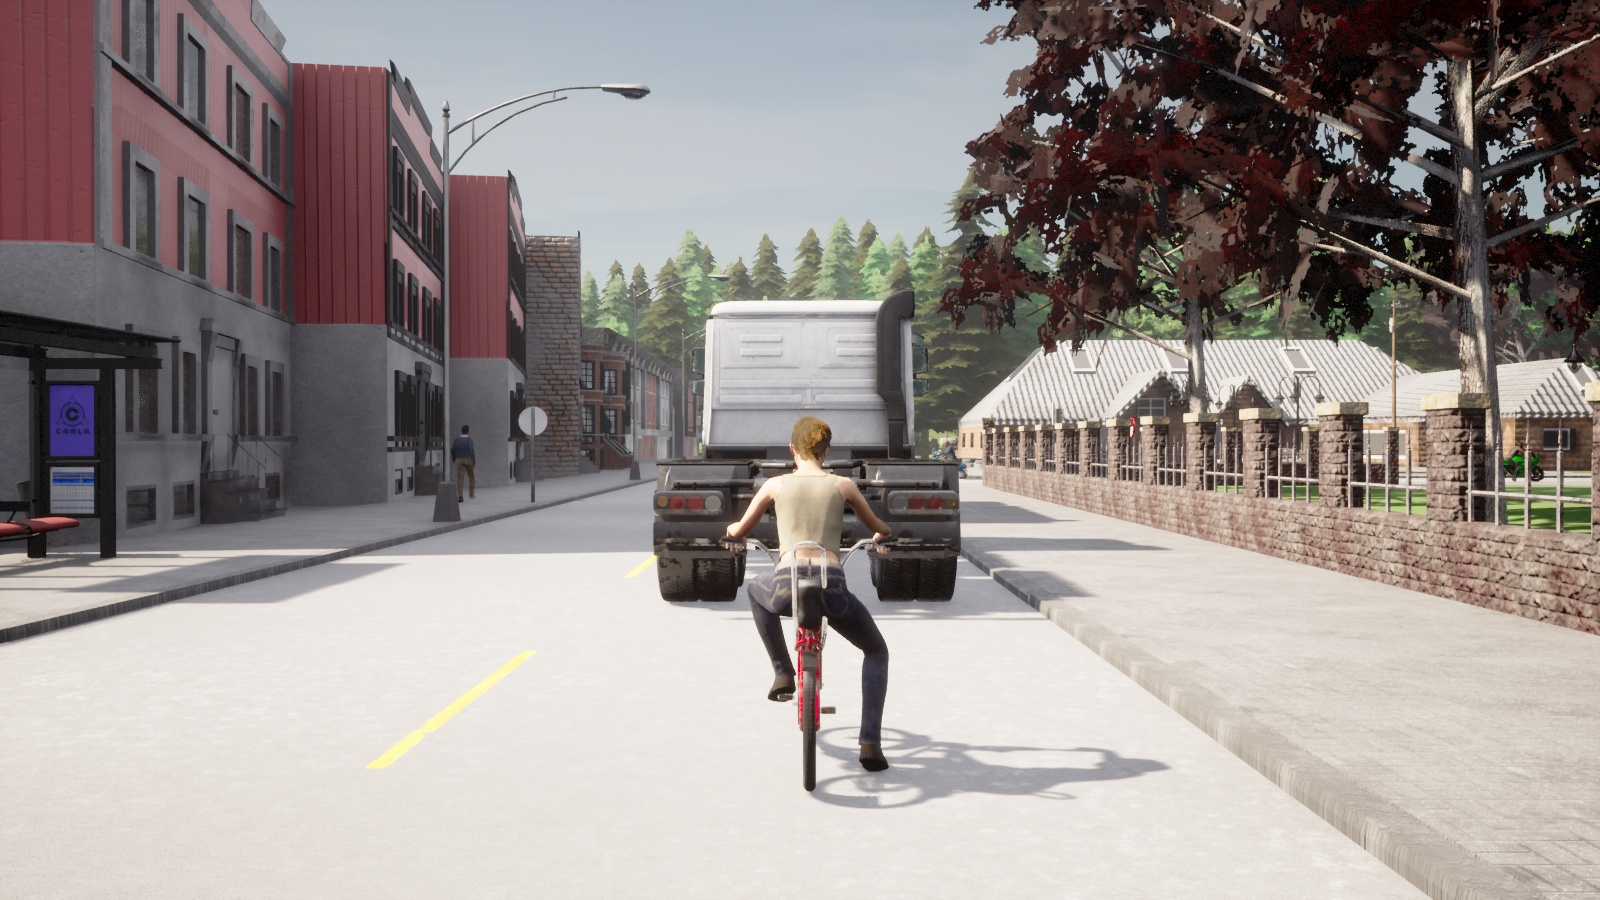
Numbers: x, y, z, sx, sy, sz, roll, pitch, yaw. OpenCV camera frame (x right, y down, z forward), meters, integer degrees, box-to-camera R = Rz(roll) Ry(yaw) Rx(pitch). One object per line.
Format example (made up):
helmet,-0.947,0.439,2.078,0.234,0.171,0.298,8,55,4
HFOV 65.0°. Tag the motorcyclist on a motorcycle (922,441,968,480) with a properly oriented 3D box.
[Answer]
motorcyclist on a motorcycle,5.841,0.419,50.652,1.817,1.590,0.866,0,0,3

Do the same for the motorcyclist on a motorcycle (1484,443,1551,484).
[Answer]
motorcyclist on a motorcycle,26.488,0.488,46.375,2.044,1.523,0.797,0,0,-1

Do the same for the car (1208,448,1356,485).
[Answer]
car,17.769,0.599,46.425,4.718,1.301,1.895,0,0,-1

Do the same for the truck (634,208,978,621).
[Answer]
truck,0.095,-0.317,14.519,2.891,3.462,7.936,0,0,1

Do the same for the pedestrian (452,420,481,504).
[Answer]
pedestrian,-7.880,0.282,29.683,0.423,1.949,0.788,0,0,6

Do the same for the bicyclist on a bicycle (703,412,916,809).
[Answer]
bicyclist on a bicycle,0.044,0.650,5.856,0.866,1.612,1.509,0,0,0
